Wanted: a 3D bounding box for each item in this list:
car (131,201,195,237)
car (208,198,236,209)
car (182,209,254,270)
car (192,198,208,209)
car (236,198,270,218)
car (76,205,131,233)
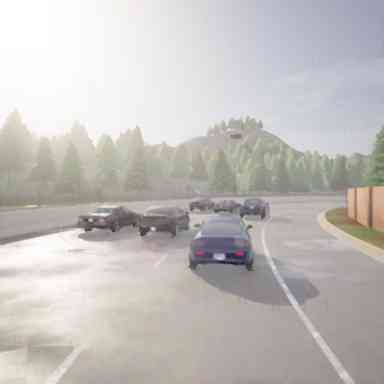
[{"bbox_3d":[-1.343,1.449,17.733,1.837,1.490,4.892,0,0,11],"label":"car"},{"bbox_3d":[3.757,1.468,34.391,2.033,1.411,5.357,0,0,23],"label":"car"},{"bbox_3d":[1.013,1.499,10.889,1.812,1.442,4.674,0,0,8],"label":"car"},{"bbox_3d":[1.273,1.407,37.271,1.837,1.490,4.892,0,0,23],"label":"car"},{"bbox_3d":[5.619,1.294,29.353,2.097,1.767,4.553,0,0,19],"label":"car"},{"bbox_3d":[-4.613,1.474,19.337,2.033,1.411,5.357,0,0,12],"label":"car"}]
